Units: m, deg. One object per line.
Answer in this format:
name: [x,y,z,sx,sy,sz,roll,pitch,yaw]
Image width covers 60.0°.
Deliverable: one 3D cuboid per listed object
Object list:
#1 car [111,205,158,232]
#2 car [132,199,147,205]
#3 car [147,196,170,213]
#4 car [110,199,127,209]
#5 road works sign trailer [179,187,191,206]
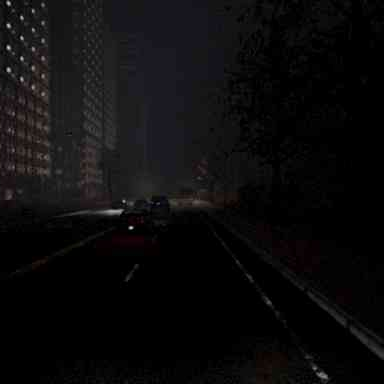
car: [-3.488,1.727,20.928,1.895,1.301,4.718,0,0,-1]
car: [-7.522,1.767,48.786,1.882,1.535,5.008,0,-1,-1]
car: [-3.939,1.462,41.213,2.150,2.045,5.566,0,0,-1]
car: [-10.780,1.789,49.162,2.128,1.511,4.902,0,0,-1]
road works sign trailer: [-1.288,0.830,63.863,2.380,3.560,2.880,0,0,-1]
